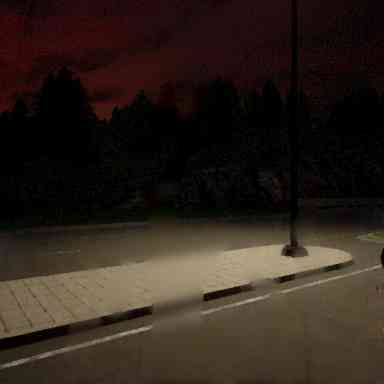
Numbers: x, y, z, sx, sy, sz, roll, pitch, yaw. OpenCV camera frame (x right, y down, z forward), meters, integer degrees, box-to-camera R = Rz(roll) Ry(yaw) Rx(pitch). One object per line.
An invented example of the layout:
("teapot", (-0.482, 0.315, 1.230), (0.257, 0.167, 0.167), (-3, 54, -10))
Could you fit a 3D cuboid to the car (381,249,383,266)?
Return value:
("car", (7.030, 1.601, 8.752), (4.718, 1.301, 1.895), (0, 0, -35))
